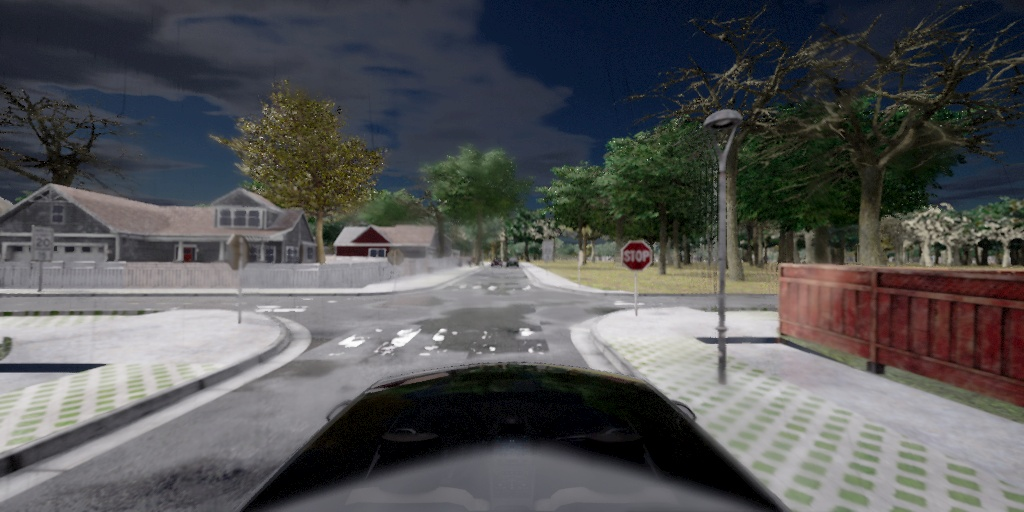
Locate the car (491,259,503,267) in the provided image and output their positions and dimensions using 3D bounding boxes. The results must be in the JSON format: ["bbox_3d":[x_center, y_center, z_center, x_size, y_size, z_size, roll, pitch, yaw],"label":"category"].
[{"bbox_3d":[-2.668,1.201,63.881,1.994,1.385,4.181,0,0,0],"label":"car"}]

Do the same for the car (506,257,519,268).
[{"bbox_3d":[0.075,0.988,59.262,2.097,1.767,4.553,0,0,0],"label":"car"}]
